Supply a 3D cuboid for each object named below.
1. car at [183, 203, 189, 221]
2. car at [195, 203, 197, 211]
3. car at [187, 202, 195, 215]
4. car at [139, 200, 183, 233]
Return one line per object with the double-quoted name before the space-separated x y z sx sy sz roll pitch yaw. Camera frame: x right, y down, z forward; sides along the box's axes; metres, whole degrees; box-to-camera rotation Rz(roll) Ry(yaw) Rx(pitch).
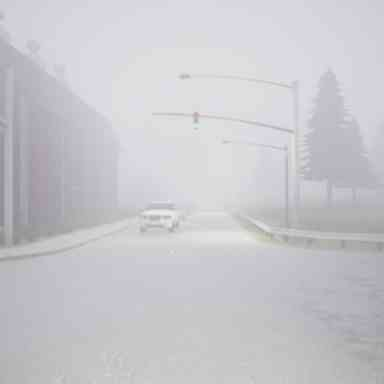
"car" -1.575 2.085 33.217 1.812 1.442 4.674 0 -1 3
"car" -0.153 2.442 56.904 1.837 1.490 4.892 0 -1 4
"car" -1.001 2.320 43.325 1.895 1.301 4.718 0 -1 3
"car" -2.140 1.621 23.224 2.150 2.045 5.566 0 -1 3
